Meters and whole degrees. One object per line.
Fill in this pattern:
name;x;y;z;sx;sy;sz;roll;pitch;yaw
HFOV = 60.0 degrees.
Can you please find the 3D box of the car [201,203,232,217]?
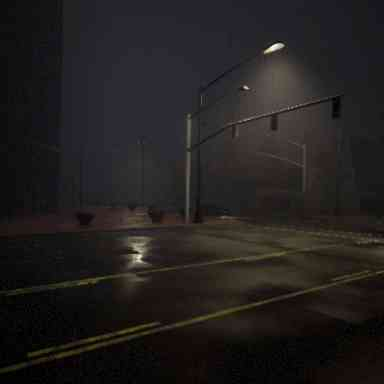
car;2.381;1.912;36.086;1.994;1.385;4.181;2;0;-35
